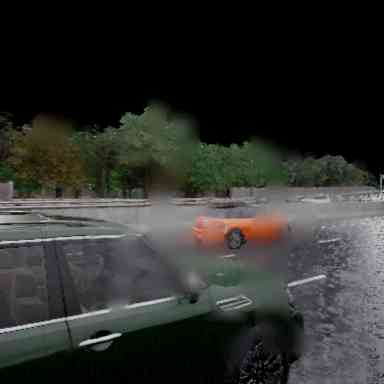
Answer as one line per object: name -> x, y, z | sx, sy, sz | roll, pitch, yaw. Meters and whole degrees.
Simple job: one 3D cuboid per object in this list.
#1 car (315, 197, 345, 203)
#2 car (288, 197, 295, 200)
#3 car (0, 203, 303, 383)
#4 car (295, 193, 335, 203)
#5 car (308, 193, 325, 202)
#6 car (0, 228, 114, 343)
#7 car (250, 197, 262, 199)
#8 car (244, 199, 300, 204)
car -> 19.694, 1.791, 45.498 | 5.357, 1.411, 2.033 | 1, 0, -37
car -> 19.665, 1.685, 65.385 | 1.994, 1.385, 4.181 | 1, 1, 36
car -> -1.339, 1.210, 3.038 | 5.566, 2.045, 2.150 | 0, 0, -37
car -> 17.991, 1.460, 48.587 | 5.566, 2.045, 2.150 | 2, -1, -37
car -> 29.158, 1.256, 77.869 | 2.150, 2.045, 5.566 | 1, 1, 38
car -> -4.159, 1.517, 5.167 | 5.357, 1.411, 2.033 | 0, 0, -37
car -> 9.983, 1.604, 52.670 | 2.128, 1.511, 4.902 | 1, 0, 39
car -> 2.319, 1.351, 14.485 | 4.553, 1.767, 2.097 | 0, 0, -37
